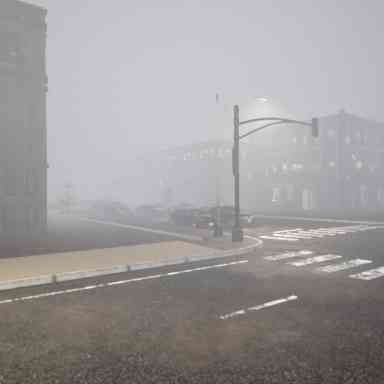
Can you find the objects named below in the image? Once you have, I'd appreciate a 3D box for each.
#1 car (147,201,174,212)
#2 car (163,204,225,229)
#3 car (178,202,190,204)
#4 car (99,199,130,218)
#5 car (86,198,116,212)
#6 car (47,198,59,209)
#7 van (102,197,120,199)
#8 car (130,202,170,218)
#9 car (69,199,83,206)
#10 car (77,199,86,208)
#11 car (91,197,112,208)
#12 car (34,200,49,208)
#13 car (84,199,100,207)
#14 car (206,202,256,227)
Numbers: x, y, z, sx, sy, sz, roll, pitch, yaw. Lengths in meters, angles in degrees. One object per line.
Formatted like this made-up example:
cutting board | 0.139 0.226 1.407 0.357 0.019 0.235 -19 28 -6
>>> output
car | -4.291 1.966 44.826 1.802 1.307 4.206 -2 0 -35
car | 0.014 1.814 24.074 1.947 1.339 4.313 -2 0 -35
car | -1.088 1.903 40.313 1.802 1.307 4.206 -2 0 -35
car | -7.923 1.846 35.460 1.967 1.590 4.097 -1 0 -35
car | -12.797 2.004 46.876 2.128 1.511 4.902 -1 0 -35
car | -23.842 2.233 57.889 1.752 1.417 4.829 -1 0 -35
van | -13.909 1.907 58.366 1.690 1.788 3.998 -1 0 -35
car | -4.052 1.892 34.507 2.033 1.411 5.357 -1 0 -35
car | -26.720 2.364 76.421 1.947 1.339 4.313 -1 0 -35
car | -20.211 2.194 62.807 1.812 1.442 4.674 -1 0 -35
car | -17.114 1.940 62.880 2.192 1.841 5.009 -1 0 -35
car | -30.349 2.376 67.055 2.008 1.369 4.403 -1 0 -35
car | -20.312 2.227 67.393 1.887 1.381 4.507 -1 0 -35
car | 2.693 1.737 25.001 1.812 1.442 4.674 -1 0 -34
